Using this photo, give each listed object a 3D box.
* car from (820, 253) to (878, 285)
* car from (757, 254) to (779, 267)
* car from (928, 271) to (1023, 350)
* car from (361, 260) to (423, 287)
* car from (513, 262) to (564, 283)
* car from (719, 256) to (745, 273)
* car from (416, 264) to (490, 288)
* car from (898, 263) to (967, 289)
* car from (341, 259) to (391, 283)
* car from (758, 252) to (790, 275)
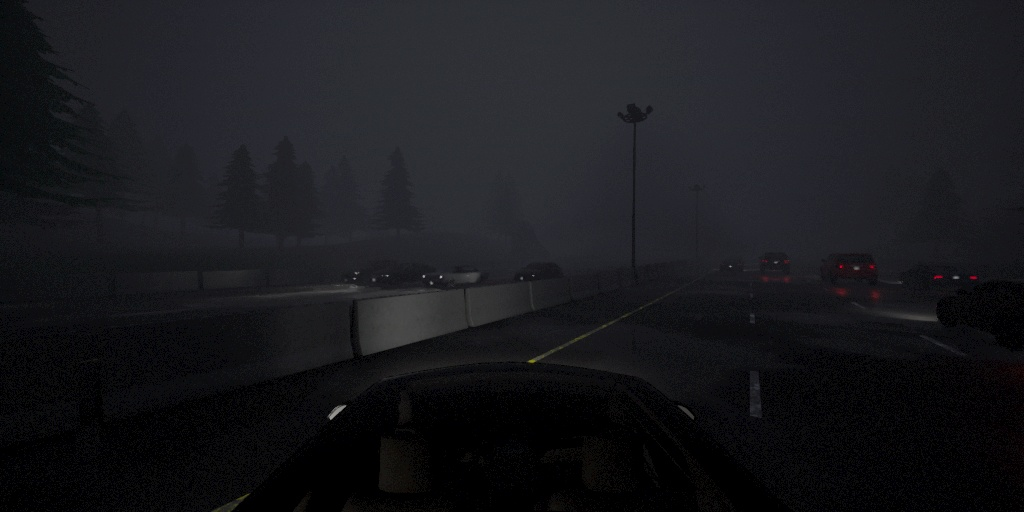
[{"bbox_3d":[22.466,0.787,24.053,2.150,2.045,5.566,0,1,34],"label":"car"},{"bbox_3d":[33.308,0.585,46.694,2.128,1.511,4.902,0,1,33],"label":"car"},{"bbox_3d":[11.956,1.258,8.241,1.812,1.442,4.674,0,0,33],"label":"car"},{"bbox_3d":[-7.146,1.194,24.103,2.128,1.511,4.902,0,0,34],"label":"car"},{"bbox_3d":[1.961,1.170,25.152,1.837,1.490,4.892,0,1,34],"label":"car"},{"bbox_3d":[22.515,0.957,36.781,1.994,1.385,4.181,0,1,34],"label":"car"},{"bbox_3d":[-3.564,1.298,23.173,1.895,1.301,4.718,0,0,34],"label":"car"},{"bbox_3d":[24.441,1.135,20.695,2.033,1.411,5.357,0,1,34],"label":"car"},{"bbox_3d":[-10.006,1.052,26.122,2.097,1.767,4.553,0,0,34],"label":"car"},{"bbox_3d":[25.051,0.629,34.270,2.150,2.045,5.566,0,1,33],"label":"car"}]
